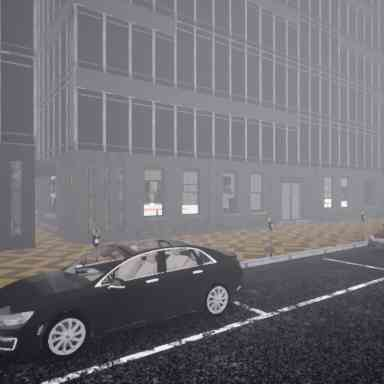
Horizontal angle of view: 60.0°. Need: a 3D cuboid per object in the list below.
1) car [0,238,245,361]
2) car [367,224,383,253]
[{"bbox_3d":[-1.031,1.551,5.819,4.403,1.369,2.008,0,0,-35],"label":"car"},{"bbox_3d":[8.257,1.582,12.402,4.206,1.307,1.802,0,0,-35],"label":"car"}]
